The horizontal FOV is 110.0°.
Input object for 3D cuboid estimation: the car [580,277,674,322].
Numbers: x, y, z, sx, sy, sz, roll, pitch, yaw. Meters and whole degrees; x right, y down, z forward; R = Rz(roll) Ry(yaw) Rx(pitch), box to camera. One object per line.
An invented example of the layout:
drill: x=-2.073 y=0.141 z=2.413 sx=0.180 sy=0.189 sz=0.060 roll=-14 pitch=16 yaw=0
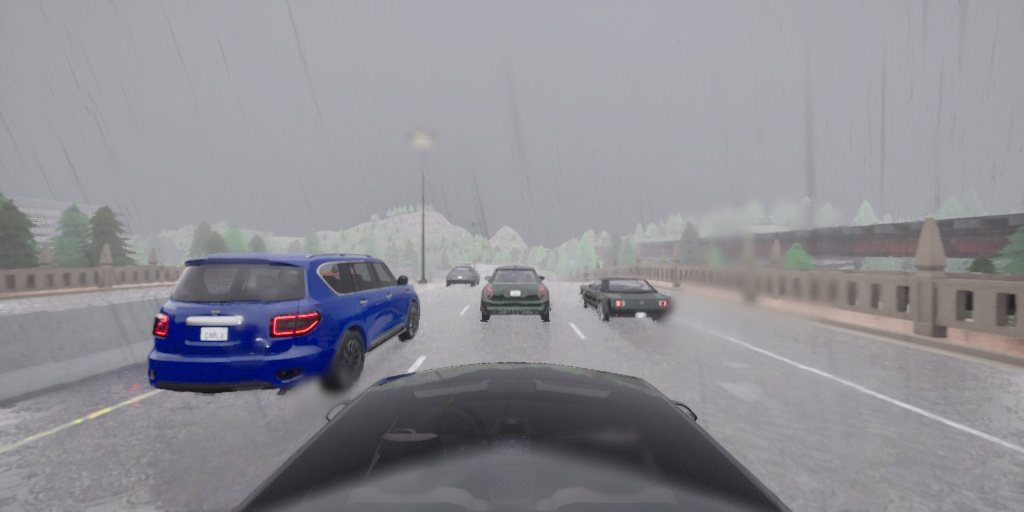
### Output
car: x=3.598 y=1.357 z=12.222 sx=1.895 sy=1.301 sz=4.718 roll=0 pitch=0 yaw=0

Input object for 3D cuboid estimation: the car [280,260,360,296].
car: x=-10.603 y=1.119 z=20.274 sx=2.097 sy=1.767 sz=4.553 roll=0 pitch=0 yaw=0

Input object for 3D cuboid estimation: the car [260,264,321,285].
car: x=-17.602 y=1.459 z=28.820 sx=1.837 sy=1.490 sz=4.892 roll=0 pitch=-2 yaw=0

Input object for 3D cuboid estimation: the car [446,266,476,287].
car: x=-3.406 y=1.411 z=25.472 sx=1.994 sy=1.385 sz=4.181 roll=0 pitch=-1 yaw=0

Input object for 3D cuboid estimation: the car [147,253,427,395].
car: x=-3.401 y=0.976 z=6.778 sx=2.150 sy=2.045 sz=5.566 roll=0 pitch=0 yaw=0

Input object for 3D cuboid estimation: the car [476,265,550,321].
car: x=0.098 y=1.108 z=12.559 sx=2.097 sy=1.767 sz=4.553 roll=0 pitch=0 yaw=0
